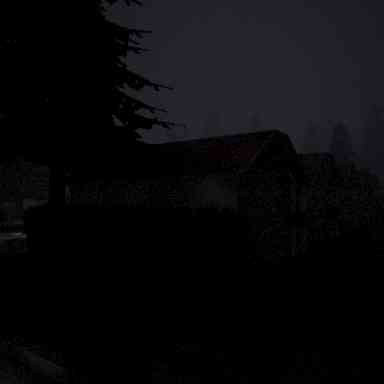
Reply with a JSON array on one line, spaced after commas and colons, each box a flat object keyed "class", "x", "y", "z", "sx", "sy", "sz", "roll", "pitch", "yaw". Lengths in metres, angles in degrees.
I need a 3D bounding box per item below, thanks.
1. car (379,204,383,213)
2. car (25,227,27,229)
[{"class": "car", "x": 22.620, "y": 2.039, "z": 41.475, "sx": 4.902, "sy": 1.511, "sz": 2.128, "roll": -1, "pitch": -1, "yaw": 29}, {"class": "car", "x": -9.408, "y": 1.868, "z": 23.729, "sx": 2.097, "sy": 1.767, "sz": 4.553, "roll": -1, "pitch": -1, "yaw": 36}]
